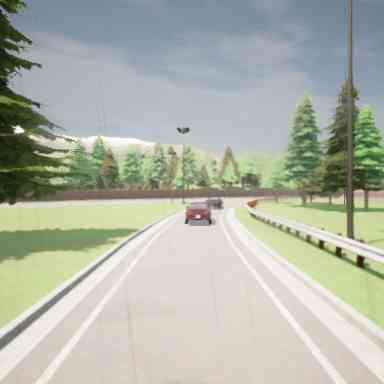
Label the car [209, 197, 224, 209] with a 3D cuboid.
[{"bbox_3d":[2.925,1.320,42.013,2.128,1.511,4.902,0,0,12],"label":"car"}]

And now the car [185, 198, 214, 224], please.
[{"bbox_3d":[0.518,1.429,24.025,1.812,1.442,4.674,0,0,3],"label":"car"}]
